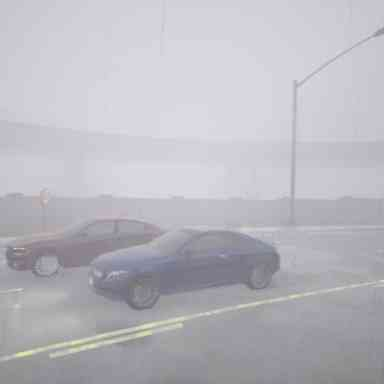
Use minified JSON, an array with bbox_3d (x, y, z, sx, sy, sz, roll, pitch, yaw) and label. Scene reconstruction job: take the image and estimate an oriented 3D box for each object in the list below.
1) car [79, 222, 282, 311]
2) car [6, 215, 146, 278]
[{"bbox_3d":[0.015,1.550,7.814,4.674,1.442,1.812,1,0,-29],"label":"car"},{"bbox_3d":[-2.810,1.479,10.159,5.008,1.535,1.882,1,-1,-30],"label":"car"}]
